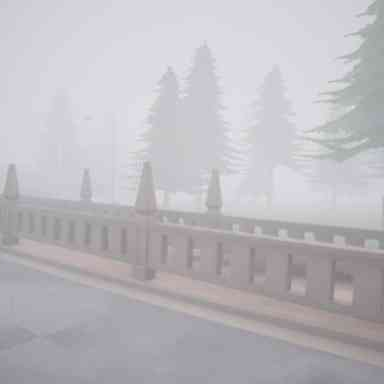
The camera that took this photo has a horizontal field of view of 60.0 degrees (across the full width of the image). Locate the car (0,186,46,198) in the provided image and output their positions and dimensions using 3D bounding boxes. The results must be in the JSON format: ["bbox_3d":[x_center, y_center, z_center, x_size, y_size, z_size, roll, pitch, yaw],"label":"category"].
[{"bbox_3d":[-18.075,0.164,35.248,1.882,1.535,5.008,3,2,37],"label":"car"}]
